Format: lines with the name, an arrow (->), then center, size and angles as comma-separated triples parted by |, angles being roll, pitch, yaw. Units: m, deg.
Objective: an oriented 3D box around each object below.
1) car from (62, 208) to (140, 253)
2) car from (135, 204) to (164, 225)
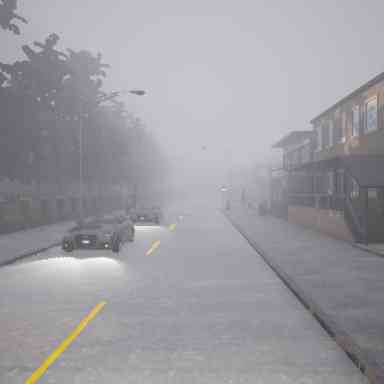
car -> -3.647, 1.564, 13.631 | 1.994, 1.385, 4.181 | 0, 0, 2
car -> -3.189, 1.564, 23.964 | 1.994, 1.385, 4.181 | 0, 0, 3
